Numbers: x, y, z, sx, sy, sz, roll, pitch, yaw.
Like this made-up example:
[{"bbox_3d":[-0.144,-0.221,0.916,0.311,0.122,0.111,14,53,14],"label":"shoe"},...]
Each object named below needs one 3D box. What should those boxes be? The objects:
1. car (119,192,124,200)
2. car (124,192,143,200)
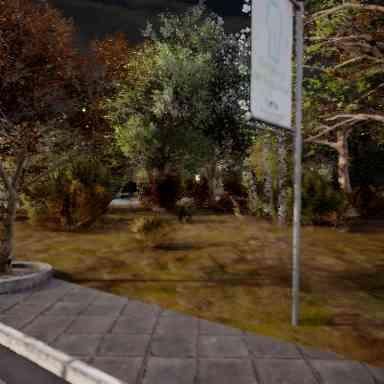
[{"bbox_3d":[-14.174,0.823,67.006,1.882,1.535,5.008,1,1,32],"label":"car"},{"bbox_3d":[-10.576,0.606,66.140,1.882,1.535,5.008,1,1,32],"label":"car"}]
